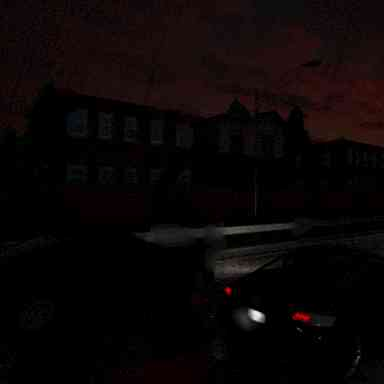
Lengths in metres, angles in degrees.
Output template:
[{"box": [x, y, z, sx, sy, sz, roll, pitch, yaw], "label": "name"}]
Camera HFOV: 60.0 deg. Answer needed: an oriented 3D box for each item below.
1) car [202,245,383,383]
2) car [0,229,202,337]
[{"box": [2.471, 1.609, 5.531, 4.181, 1.385, 1.994, 1, 0, -36], "label": "car"}, {"box": [-1.796, 1.497, 6.774, 5.008, 1.535, 1.882, 1, 0, -36], "label": "car"}]
